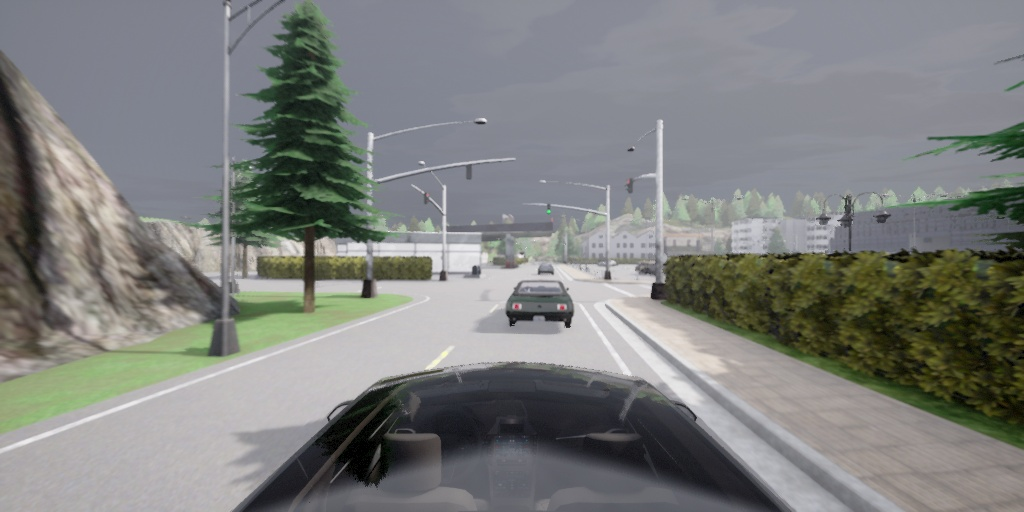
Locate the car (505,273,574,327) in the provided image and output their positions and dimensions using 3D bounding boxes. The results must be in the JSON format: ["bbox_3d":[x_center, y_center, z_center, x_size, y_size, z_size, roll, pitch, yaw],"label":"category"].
[{"bbox_3d":[0.951,1.413,11.848,1.895,1.301,4.718,0,0,5],"label":"car"}]

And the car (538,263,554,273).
[{"bbox_3d":[4.164,1.576,44.092,1.994,1.385,4.181,0,0,6],"label":"car"}]
